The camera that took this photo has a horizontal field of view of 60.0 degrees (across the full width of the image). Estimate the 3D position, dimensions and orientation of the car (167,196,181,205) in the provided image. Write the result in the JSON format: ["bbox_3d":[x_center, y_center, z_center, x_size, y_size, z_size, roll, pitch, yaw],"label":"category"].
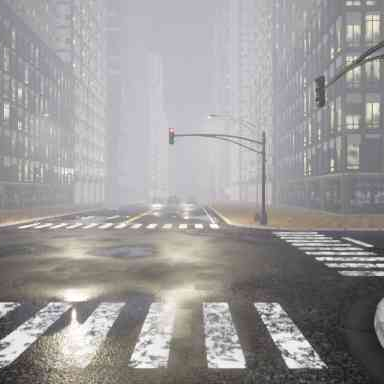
[{"bbox_3d":[-3.296,1.453,60.060,2.097,1.767,4.553,0,0,0],"label":"car"}]

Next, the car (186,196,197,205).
[{"bbox_3d":[-0.046,1.703,60.537,1.895,1.301,4.718,0,0,0],"label":"car"}]

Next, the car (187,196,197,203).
[{"bbox_3d":[-0.054,1.541,70.510,1.994,1.385,4.181,0,0,0],"label":"car"}]

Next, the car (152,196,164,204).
[{"bbox_3d":[-6.550,1.608,64.255,2.128,1.511,4.902,0,0,0],"label":"car"}]

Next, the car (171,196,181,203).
[{"bbox_3d":[-3.304,1.566,70.121,1.895,1.301,4.718,0,0,0],"label":"car"}]
